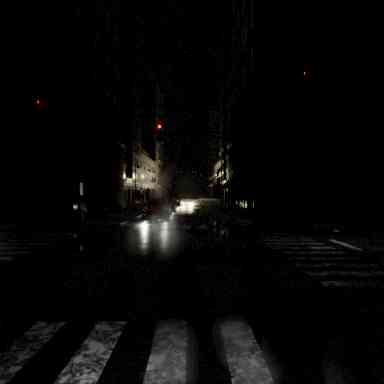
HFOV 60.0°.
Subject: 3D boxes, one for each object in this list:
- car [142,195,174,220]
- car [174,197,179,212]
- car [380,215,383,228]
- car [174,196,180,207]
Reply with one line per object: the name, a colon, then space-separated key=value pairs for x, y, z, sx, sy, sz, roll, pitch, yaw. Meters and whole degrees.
car: x=-2.866 y=1.344 z=27.652 sx=2.097 sy=1.767 sz=4.553 roll=0 pitch=0 yaw=0
car: x=-2.871 y=1.550 z=37.638 sx=1.994 sy=1.385 sz=4.181 roll=0 pitch=0 yaw=0
car: x=12.339 y=1.282 z=16.815 sx=5.009 sy=1.841 sz=2.192 roll=0 pitch=0 yaw=0
car: x=-2.864 y=1.326 z=50.379 sx=2.097 sy=1.767 sz=4.553 roll=0 pitch=0 yaw=0
